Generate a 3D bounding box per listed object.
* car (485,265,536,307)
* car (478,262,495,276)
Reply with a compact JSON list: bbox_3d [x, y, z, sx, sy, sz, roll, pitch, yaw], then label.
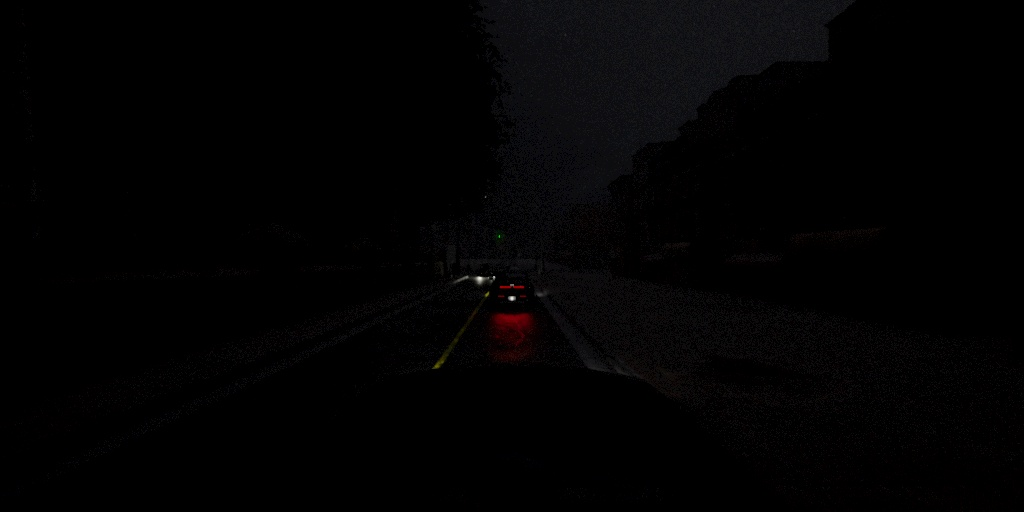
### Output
[{"bbox_3d":[0.010,1.366,16.153,1.837,1.490,4.892,0,0,0],"label":"car"},{"bbox_3d":[-2.738,1.479,41.124,1.882,1.535,5.008,0,-1,0],"label":"car"}]
